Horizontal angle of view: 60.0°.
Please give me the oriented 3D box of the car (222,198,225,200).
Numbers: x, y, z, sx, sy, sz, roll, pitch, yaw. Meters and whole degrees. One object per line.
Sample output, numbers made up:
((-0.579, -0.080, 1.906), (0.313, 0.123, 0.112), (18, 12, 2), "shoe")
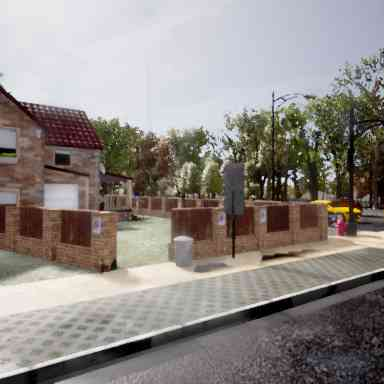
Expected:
((4.235, 1.390, 33.911), (2.128, 1.511, 4.902), (0, 0, -35), "car")

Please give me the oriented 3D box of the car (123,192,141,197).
((-12.422, 0.959, 68.856), (2.150, 2.045, 5.566), (0, 0, -35), "car")

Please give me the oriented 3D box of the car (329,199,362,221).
((10.274, 1.417, 25.427), (1.882, 1.535, 5.008), (0, 0, -35), "car")

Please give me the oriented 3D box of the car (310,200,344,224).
((7.784, 1.463, 23.319), (1.812, 1.442, 4.674), (0, 0, -35), "car")

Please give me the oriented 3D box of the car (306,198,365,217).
((13.713, 1.409, 32.152), (1.882, 1.535, 5.008), (0, 0, -35), "car")
